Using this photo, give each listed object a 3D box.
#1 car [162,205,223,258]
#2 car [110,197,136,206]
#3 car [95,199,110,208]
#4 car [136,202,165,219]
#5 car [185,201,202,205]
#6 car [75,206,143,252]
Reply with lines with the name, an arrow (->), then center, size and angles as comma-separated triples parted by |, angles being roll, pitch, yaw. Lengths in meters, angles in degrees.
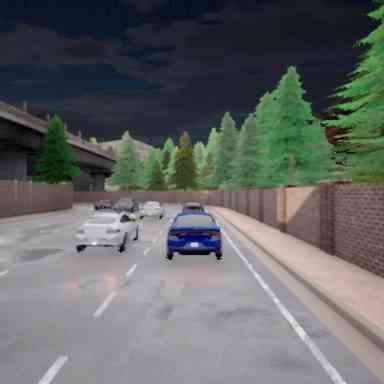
car -> 0.090, 1.496, 12.829 | 1.882, 1.535, 5.008 | 0, 0, 0
car -> -7.132, 1.402, 36.174 | 2.097, 1.767, 4.553 | 0, 0, -1
car -> -10.815, 1.622, 41.659 | 1.994, 1.385, 4.181 | 0, 0, -6
car -> -3.407, 1.566, 29.195 | 1.812, 1.442, 4.674 | 0, 0, 0
car -> 0.099, 1.544, 28.435 | 1.837, 1.490, 4.892 | 0, 0, 0
car -> -3.414, 1.545, 13.934 | 1.812, 1.442, 4.674 | 0, 0, 0
